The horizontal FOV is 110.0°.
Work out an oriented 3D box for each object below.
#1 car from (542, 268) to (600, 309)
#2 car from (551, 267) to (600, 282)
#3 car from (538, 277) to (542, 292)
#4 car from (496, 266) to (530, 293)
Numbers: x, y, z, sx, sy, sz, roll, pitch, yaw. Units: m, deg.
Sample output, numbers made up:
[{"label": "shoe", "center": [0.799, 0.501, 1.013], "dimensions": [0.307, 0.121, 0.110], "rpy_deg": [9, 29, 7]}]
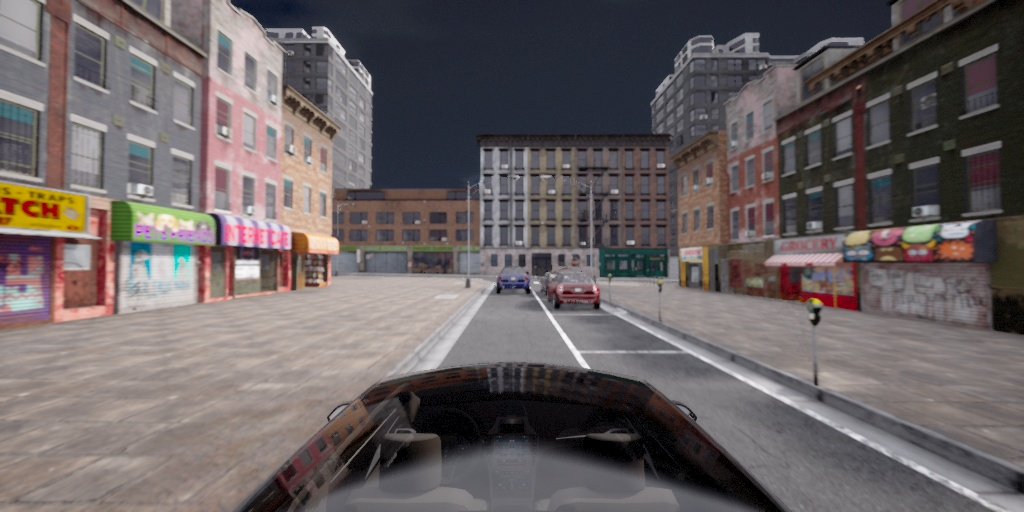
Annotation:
[{"label": "car", "center": [2.638, 1.409, 16.241], "dimensions": [1.967, 1.591, 4.097], "rpy_deg": [0, 0, 0]}, {"label": "car", "center": [6.603, 1.966, 37.429], "dimensions": [4.674, 1.442, 1.812], "rpy_deg": [2, -2, -14]}, {"label": "car", "center": [2.638, 1.603, 21.745], "dimensions": [2.007, 1.370, 4.403], "rpy_deg": [0, 0, 0]}, {"label": "car", "center": [0.082, 1.435, 23.827], "dimensions": [2.097, 1.767, 4.553], "rpy_deg": [0, -1, 0]}]
